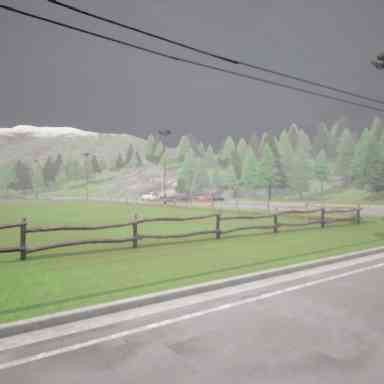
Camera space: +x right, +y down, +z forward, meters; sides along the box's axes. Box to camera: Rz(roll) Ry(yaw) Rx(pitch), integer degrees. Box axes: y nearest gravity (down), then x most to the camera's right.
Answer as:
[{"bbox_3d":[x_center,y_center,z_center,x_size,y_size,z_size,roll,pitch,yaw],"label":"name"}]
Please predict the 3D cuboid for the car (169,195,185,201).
[{"bbox_3d":[-3.627,1.396,79.361,1.994,1.385,4.181,0,0,-35],"label":"car"}]

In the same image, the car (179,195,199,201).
[{"bbox_3d":[-0.767,1.376,81.378,2.033,1.411,5.357,0,0,-35],"label":"car"}]

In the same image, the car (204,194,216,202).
[{"bbox_3d":[2.305,1.256,70.948,2.097,1.767,4.553,0,0,-35],"label":"car"}]

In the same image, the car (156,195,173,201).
[{"bbox_3d":[-6.505,1.450,77.370,1.895,1.301,4.718,0,0,-35],"label":"car"}]

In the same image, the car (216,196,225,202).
[{"bbox_3d":[5.086,1.488,73.078,1.895,1.301,4.718,0,0,-35],"label":"car"}]

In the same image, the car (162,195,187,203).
[{"bbox_3d":[-3.553,1.481,67.109,1.994,1.385,4.181,0,0,-35],"label":"car"}]

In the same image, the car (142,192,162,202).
[{"bbox_3d":[-9.367,1.091,75.353,2.150,2.045,5.566,0,0,-35],"label":"car"}]

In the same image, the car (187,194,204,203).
[{"bbox_3d":[-0.458,1.456,68.793,2.033,1.411,5.357,0,0,-35],"label":"car"}]
